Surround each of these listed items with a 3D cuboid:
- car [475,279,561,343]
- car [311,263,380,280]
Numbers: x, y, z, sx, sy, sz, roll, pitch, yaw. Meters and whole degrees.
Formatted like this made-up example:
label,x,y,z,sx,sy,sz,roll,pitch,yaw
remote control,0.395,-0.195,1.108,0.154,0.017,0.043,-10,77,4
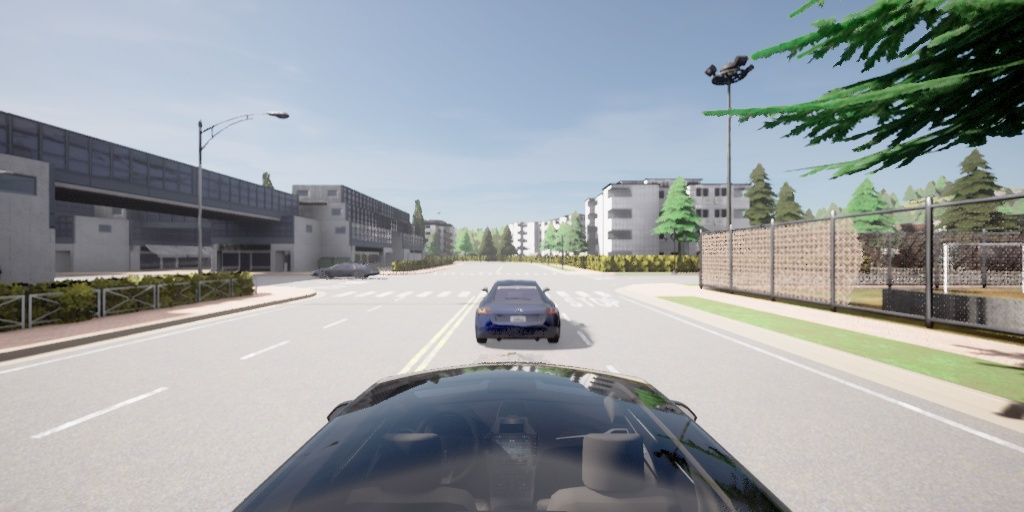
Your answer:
label,x,y,z,sx,sy,sz,roll,pitch,yaw
car,0.109,1.316,9.666,1.994,1.385,4.181,0,0,-1
car,-14.418,1.304,31.224,5.357,1.411,2.033,0,0,-2
